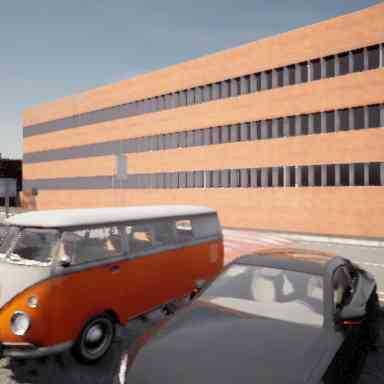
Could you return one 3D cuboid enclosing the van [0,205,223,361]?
[{"bbox_3d":[-1.230,1.250,5.728,1.878,1.987,4.442,0,0,36],"label":"van"}]

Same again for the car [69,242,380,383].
[{"bbox_3d":[1.139,1.519,4.184,2.002,1.452,4.674,0,0,36],"label":"car"}]
